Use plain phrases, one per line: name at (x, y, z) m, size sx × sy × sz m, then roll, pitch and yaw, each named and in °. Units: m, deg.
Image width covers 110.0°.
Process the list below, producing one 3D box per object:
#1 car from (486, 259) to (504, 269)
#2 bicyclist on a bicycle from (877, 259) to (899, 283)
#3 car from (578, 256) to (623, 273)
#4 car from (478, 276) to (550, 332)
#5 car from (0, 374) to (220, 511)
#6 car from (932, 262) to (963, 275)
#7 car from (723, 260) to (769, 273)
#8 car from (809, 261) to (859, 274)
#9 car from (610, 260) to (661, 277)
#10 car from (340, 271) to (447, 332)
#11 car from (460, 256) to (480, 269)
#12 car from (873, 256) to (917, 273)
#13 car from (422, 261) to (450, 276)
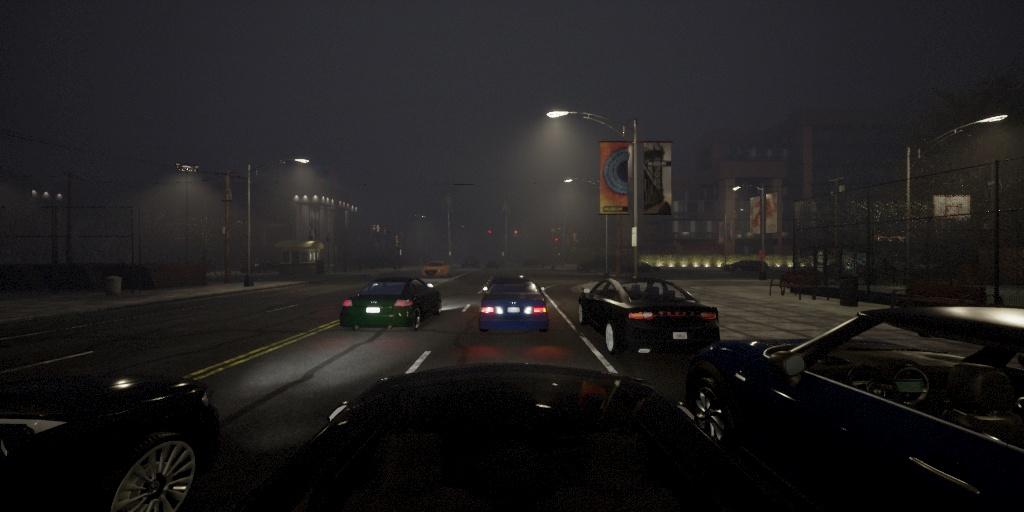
car at (-2.992, 1.314, 58.247) m, size 1.994 × 1.385 × 4.181 m, roll 0°, pitch 0°, yaw 6°
bicyclist on a bicycle at (26.060, 1.051, 24.979) m, size 0.582 × 1.620 × 1.656 m, roll 0°, pitch 0°, yaw -1°
car at (10.778, 0.972, 43.300) m, size 5.566 × 2.045 × 2.150 m, roll 0°, pitch 0°, yaw 8°
car at (0.055, 1.297, 10.827) m, size 2.033 × 1.411 × 5.357 m, roll 0°, pitch 0°, yaw 0°
car at (-3.400, 1.242, 1.057) m, size 2.128 × 1.511 × 4.902 m, roll 0°, pitch 0°, yaw 0°
car at (45.154, 1.314, 36.046) m, size 4.181 × 1.385 × 1.994 m, roll 0°, pitch 0°, yaw -1°
car at (27.989, 1.254, 42.975) m, size 4.892 × 1.490 × 1.837 m, roll 0°, pitch 0°, yaw 0°
car at (35.893, 1.298, 39.533) m, size 5.357 × 1.411 × 2.033 m, roll 0°, pitch 0°, yaw 0°
car at (13.671, 1.351, 39.427) m, size 4.718 × 1.301 × 1.895 m, roll 0°, pitch 0°, yaw 1°
car at (-3.444, 1.314, 10.930) m, size 1.994 × 1.385 × 4.181 m, roll 0°, pitch 0°, yaw 0°
car at (-6.695, 0.971, 57.832) m, size 2.150 × 2.045 × 5.566 m, roll 0°, pitch 0°, yaw 6°
car at (45.057, 0.967, 43.046) m, size 5.566 × 2.045 × 2.150 m, roll 0°, pitch 0°, yaw -1°
car at (-7.116, 1.227, 33.859) m, size 1.882 × 1.535 × 5.008 m, roll 0°, pitch 0°, yaw 0°
